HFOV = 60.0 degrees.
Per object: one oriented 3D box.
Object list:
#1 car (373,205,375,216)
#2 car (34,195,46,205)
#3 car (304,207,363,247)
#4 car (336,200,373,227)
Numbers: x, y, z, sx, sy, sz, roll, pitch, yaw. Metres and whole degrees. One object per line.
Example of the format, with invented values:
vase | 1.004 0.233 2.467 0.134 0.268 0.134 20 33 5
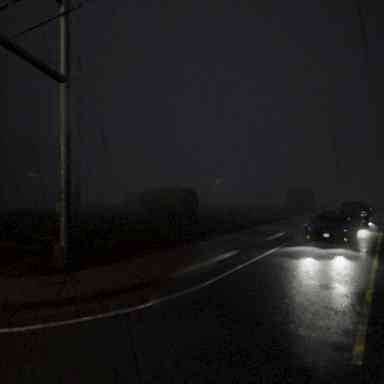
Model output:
car | 17.514 1.694 33.846 1.895 1.301 4.718 0 0 31
car | -32.718 1.714 71.885 1.905 1.878 3.866 6 0 -16
car | 6.519 1.596 15.350 1.994 1.385 4.181 0 0 31
car | 11.292 1.411 23.386 2.097 1.767 4.553 0 0 30
